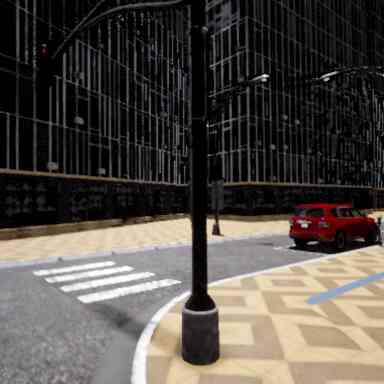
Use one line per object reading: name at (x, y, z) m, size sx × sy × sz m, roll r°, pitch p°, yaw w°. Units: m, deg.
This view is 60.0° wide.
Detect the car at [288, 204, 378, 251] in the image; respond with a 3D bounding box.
car at (6.283, 1.434, 14.689) m, size 5.009 × 1.841 × 2.192 m, roll 1°, pitch -2°, yaw -40°
